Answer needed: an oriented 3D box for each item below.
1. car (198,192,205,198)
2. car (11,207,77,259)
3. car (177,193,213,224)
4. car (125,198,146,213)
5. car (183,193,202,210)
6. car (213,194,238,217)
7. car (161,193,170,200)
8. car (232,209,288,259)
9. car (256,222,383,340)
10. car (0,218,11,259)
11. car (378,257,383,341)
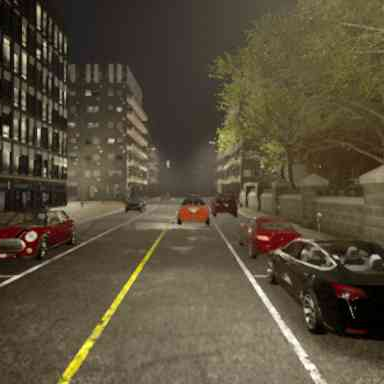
[{"bbox_3d":[2.699,0.828,94.416,1.947,1.339,4.313,1,1,0],"label":"car"},{"bbox_3d":[-5.681,1.359,11.950,1.967,1.590,4.097,1,0,0],"label":"car"},{"bbox_3d":[0.101,1.192,23.198,2.097,1.767,4.553,0,0,0],"label":"car"},{"bbox_3d":[-5.681,1.313,33.847,2.008,1.369,4.403,1,0,0],"label":"car"},{"bbox_3d":[0.096,1.078,38.763,2.097,1.767,4.553,0,0,0],"label":"car"},{"bbox_3d":[2.701,1.117,28.363,2.192,1.841,5.009,1,0,0],"label":"car"},{"bbox_3d":[-5.679,0.898,71.789,1.967,1.590,4.097,1,0,0],"label":"car"},{"bbox_3d":[2.698,1.502,11.929,1.802,1.307,4.206,1,0,0],"label":"car"},{"bbox_3d":[2.699,1.523,6.451,1.947,1.339,4.313,1,0,0],"label":"car"},{"bbox_3d":[-5.681,1.397,6.476,1.967,1.590,4.097,1,0,0],"label":"car"},{"bbox_3d":[2.700,1.433,0.970,1.967,1.590,4.097,1,0,0],"label":"car"}]
